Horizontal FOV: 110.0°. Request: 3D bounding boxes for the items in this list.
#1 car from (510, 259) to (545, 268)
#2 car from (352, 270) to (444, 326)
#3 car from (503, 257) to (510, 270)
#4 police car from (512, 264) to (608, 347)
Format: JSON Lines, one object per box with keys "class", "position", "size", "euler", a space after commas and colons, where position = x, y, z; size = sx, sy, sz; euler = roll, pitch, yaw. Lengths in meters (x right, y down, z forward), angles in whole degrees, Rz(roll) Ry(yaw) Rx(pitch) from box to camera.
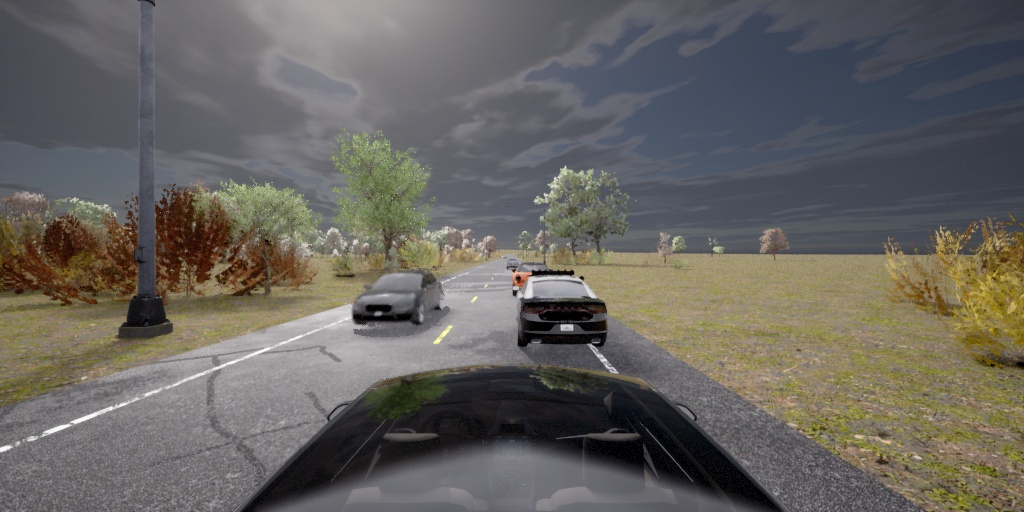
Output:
{"class": "car", "position": [1.068, 1.095, 19.338], "size": [2.097, 1.767, 4.553], "euler": [0, 0, 0]}
{"class": "car", "position": [-3.490, 1.253, 11.774], "size": [1.837, 1.490, 4.892], "euler": [0, 0, 0]}
{"class": "car", "position": [0.123, 1.246, 52.928], "size": [2.033, 1.411, 5.357], "euler": [0, 0, 0]}
{"class": "police car", "position": [1.059, 1.173, 9.477], "size": [1.930, 1.638, 5.238], "euler": [0, 0, 0]}
